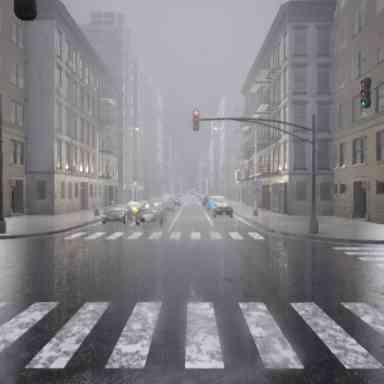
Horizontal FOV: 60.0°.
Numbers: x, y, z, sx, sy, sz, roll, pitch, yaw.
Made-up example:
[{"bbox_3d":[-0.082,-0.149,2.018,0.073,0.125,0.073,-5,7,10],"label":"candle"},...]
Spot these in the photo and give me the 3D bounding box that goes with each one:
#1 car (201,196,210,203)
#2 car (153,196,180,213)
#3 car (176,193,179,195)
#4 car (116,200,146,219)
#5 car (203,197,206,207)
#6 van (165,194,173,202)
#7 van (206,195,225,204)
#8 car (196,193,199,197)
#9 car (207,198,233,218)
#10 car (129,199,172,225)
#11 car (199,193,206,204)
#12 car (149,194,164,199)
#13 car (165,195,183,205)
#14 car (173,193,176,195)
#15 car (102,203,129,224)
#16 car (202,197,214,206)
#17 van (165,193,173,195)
[{"bbox_3d":[2.721,1.509,67.855,1.752,1.417,4.829,0,0,0],"label":"car"},{"bbox_3d":[-2.803,1.538,37.145,2.033,1.411,5.357,0,0,0],"label":"car"},{"bbox_3d":[-5.356,1.529,89.318,2.008,1.369,4.403,0,0,0],"label":"car"},{"bbox_3d":[-5.363,1.517,29.680,1.752,1.417,4.829,0,0,0],"label":"car"},{"bbox_3d":[2.685,1.571,40.655,1.802,1.307,4.206,0,0,0],"label":"car"},{"bbox_3d":[-5.357,1.322,78.506,1.690,1.788,3.998,0,0,0],"label":"van"},{"bbox_3d":[2.678,1.332,35.248,1.690,1.788,3.998,0,0,0],"label":"van"},{"bbox_3d":[2.742,1.525,83.905,1.887,1.381,4.507,0,0,0],"label":"car"},{"bbox_3d":[2.671,1.543,29.842,2.008,1.369,4.403,0,0,0],"label":"car"},{"bbox_3d":[-2.823,1.485,23.809,2.128,1.511,4.902,0,0,0],"label":"car"},{"bbox_3d":[2.699,1.302,51.467,2.192,1.841,5.009,0,0,0],"label":"car"},{"bbox_3d":[-5.361,1.428,46.069,1.967,1.590,4.097,0,0,0],"label":"car"},{"bbox_3d":[-2.769,1.550,50.919,1.994,1.385,4.181,0,0,0],"label":"car"},{"bbox_3d":[-5.358,1.297,73.099,2.192,1.841,5.009,0,0,0],"label":"car"},{"bbox_3d":[-5.364,1.544,24.443,2.008,1.369,4.403,0,0,0],"label":"car"},{"bbox_3d":[2.706,1.552,56.873,1.947,1.339,4.313,0,0,0],"label":"car"},{"bbox_3d":[-5.358,1.324,67.693,1.690,1.788,3.998,0,0,0],"label":"van"}]
